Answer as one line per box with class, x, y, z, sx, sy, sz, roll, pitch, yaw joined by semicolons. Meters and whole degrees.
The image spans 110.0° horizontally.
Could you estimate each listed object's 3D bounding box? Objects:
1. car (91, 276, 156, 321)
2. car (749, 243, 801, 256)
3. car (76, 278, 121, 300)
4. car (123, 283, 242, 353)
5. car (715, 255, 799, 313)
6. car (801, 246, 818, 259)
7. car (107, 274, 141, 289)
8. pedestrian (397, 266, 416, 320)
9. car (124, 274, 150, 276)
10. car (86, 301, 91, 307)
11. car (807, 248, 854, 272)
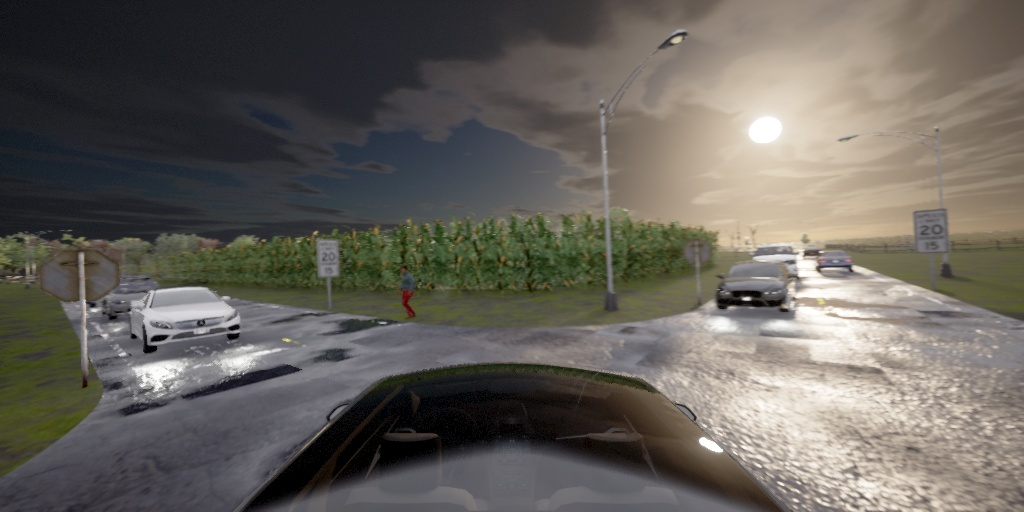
car;-16.505;1.823;15.692;4.902;1.511;2.128;-2;0;38
car;15.856;0.286;21.606;2.150;2.045;5.566;-3;0;38
car;-31.643;2.444;27.388;4.181;1.385;1.994;-2;0;38
car;-9.277;1.597;10.082;4.674;1.442;1.812;-2;0;39
car;8.344;0.914;12.159;1.837;1.490;4.892;-3;0;41
car;38.640;-0.519;46.321;1.882;1.535;5.008;-3;0;38
car;-43.568;2.818;40.247;4.902;1.511;2.128;-2;0;38
pedestrian;-3.463;1.170;11.854;0.375;1.860;0.375;-3;-2;38
car;-35.321;2.516;33.896;4.902;1.511;2.128;-2;0;38
car;-23.812;2.121;21.322;4.674;1.442;1.812;-2;0;38
car;21.778;0.316;24.434;2.033;1.411;5.357;-3;0;38
